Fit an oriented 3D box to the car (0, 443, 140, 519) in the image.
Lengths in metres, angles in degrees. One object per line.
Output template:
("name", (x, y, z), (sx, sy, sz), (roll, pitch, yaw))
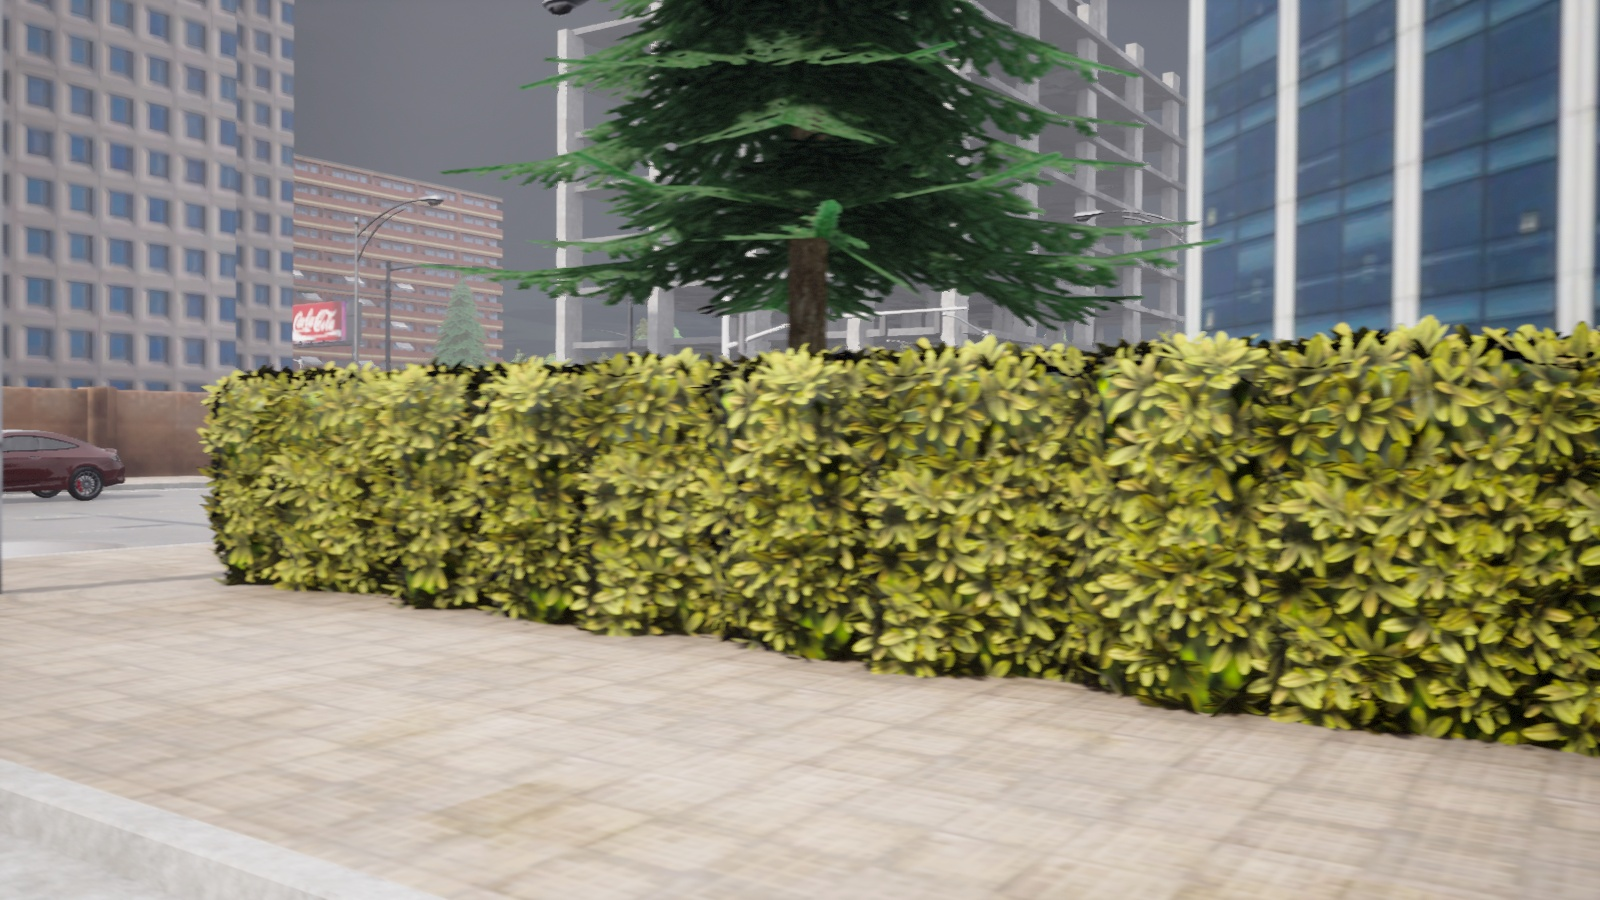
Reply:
("car", (-16.121, 0.613, 25.319), (1.812, 1.442, 4.674), (0, 1, 33))
